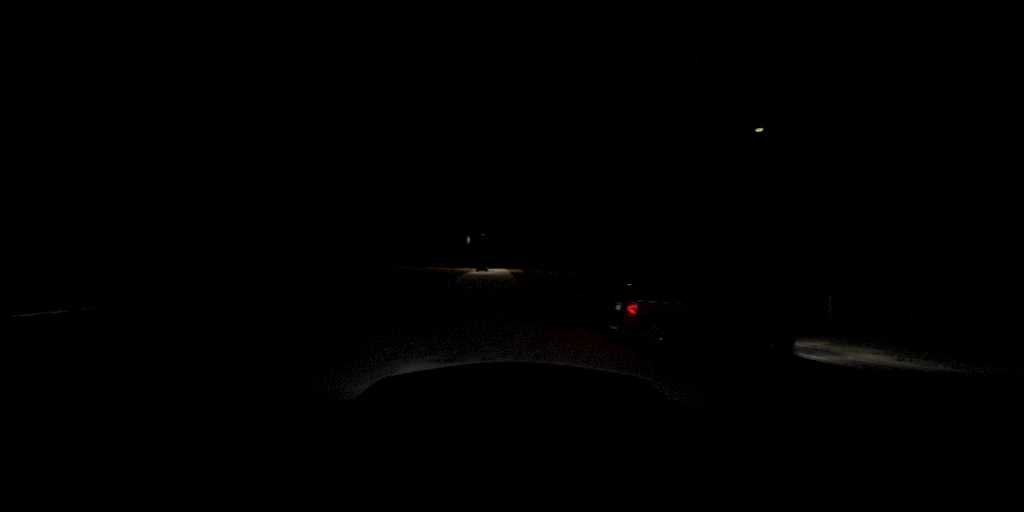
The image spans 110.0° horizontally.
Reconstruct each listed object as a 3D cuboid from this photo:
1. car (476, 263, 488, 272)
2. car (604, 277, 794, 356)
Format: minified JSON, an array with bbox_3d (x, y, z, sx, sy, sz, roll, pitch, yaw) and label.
[{"bbox_3d":[-5.067,1.902,61.297,1.882,1.535,5.008,1,-1,-2],"label":"car"},{"bbox_3d":[4.983,1.530,9.794,4.553,1.767,2.097,3,-2,-3],"label":"car"}]
